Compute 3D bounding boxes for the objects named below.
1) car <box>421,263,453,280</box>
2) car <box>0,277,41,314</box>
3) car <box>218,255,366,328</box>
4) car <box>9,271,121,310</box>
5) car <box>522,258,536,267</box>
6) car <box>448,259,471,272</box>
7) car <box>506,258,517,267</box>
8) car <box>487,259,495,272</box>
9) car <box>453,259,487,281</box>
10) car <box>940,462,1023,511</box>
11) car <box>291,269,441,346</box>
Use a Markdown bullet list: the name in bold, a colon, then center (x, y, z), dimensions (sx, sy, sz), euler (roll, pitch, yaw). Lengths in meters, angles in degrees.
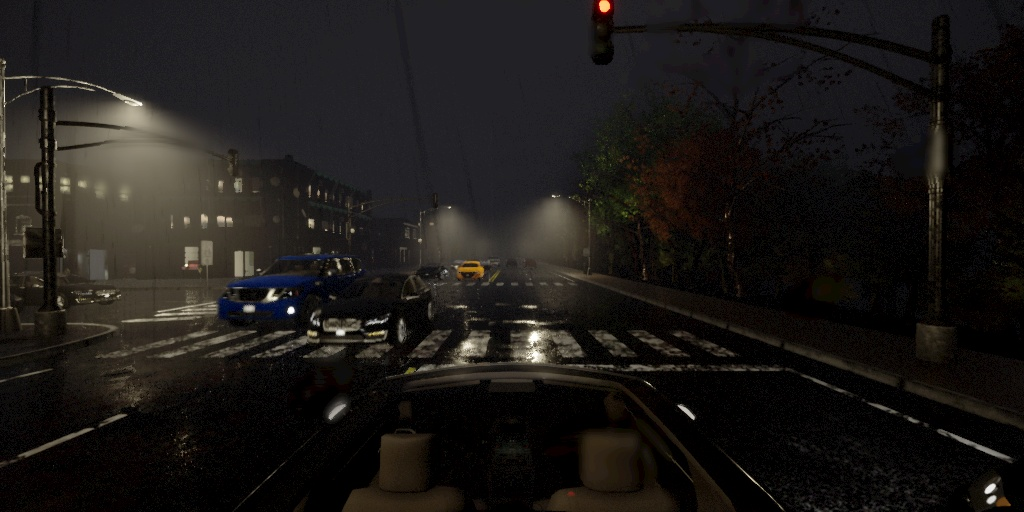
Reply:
- **car**: center (-6.722, 1.300, 30.720), dimensions (1.994, 1.385, 4.181), euler (0, 0, 2)
- **car**: center (-19.970, 1.563, 12.502), dimensions (4.313, 1.339, 1.948), euler (0, 0, 0)
- **car**: center (-6.622, 0.969, 11.790), dimensions (2.150, 2.045, 5.566), euler (0, 0, 0)
- **car**: center (-19.619, 1.470, 15.208), dimensions (4.892, 1.490, 1.837), euler (-1, 1, 0)
- **car**: center (3.221, 1.195, 63.193), dimensions (1.882, 1.535, 5.008), euler (0, 0, 0)
- **car**: center (-6.691, 1.220, 46.160), dimensions (2.128, 1.511, 4.902), euler (0, 0, 0)
- **car**: center (-0.031, 1.195, 63.774), dimensions (1.882, 1.535, 5.008), euler (0, 0, 0)
- **car**: center (-3.440, 1.329, 44.752), dimensions (1.895, 1.301, 4.718), euler (0, 0, 0)
- **car**: center (-3.411, 1.215, 30.053), dimensions (1.882, 1.535, 5.008), euler (0, 0, 0)
- **car**: center (3.355, 1.314, 0.186), dimensions (1.994, 1.385, 4.181), euler (0, 0, 0)
- **car**: center (-3.367, 1.252, 9.460), dimensions (1.837, 1.490, 4.892), euler (0, 0, 0)
